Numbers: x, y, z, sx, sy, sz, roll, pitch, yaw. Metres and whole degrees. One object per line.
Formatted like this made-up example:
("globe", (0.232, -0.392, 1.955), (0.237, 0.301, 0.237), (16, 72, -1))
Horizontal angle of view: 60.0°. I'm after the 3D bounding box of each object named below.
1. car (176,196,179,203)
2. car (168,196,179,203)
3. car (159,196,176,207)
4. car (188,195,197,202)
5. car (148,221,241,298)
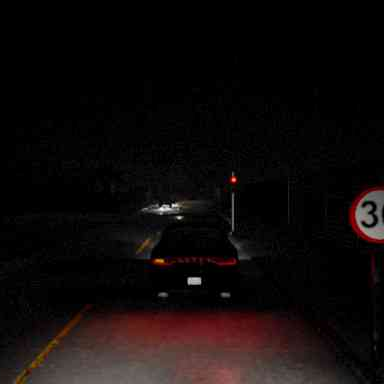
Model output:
("car", (-3.956, 1.463, 60.352), (2.128, 1.511, 4.902), (0, 0, 0))
("car", (-3.864, 1.562, 70.404), (1.895, 1.301, 4.718), (0, 0, 0))
("car", (-3.997, 1.467, 50.872), (2.128, 1.511, 4.902), (0, 0, 0))
("car", (0.138, 1.305, 71.329), (1.812, 1.442, 4.674), (0, 0, 0))
("car", (0.068, 1.474, 8.554), (1.882, 1.535, 5.008), (0, 0, 1))
